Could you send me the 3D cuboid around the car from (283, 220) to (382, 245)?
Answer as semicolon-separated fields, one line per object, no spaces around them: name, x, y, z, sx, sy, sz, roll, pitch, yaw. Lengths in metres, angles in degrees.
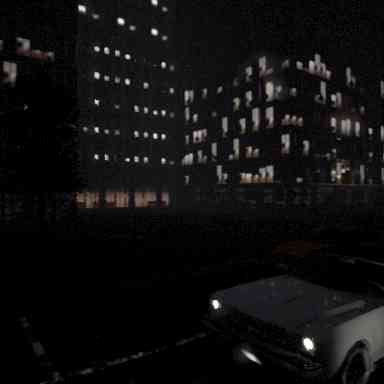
car;4.196;1.522;9.557;4.829;1.417;1.752;0;0;-36

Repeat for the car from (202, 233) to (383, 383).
car;2.483;1.599;5.152;4.718;1.301;1.895;0;0;-36
